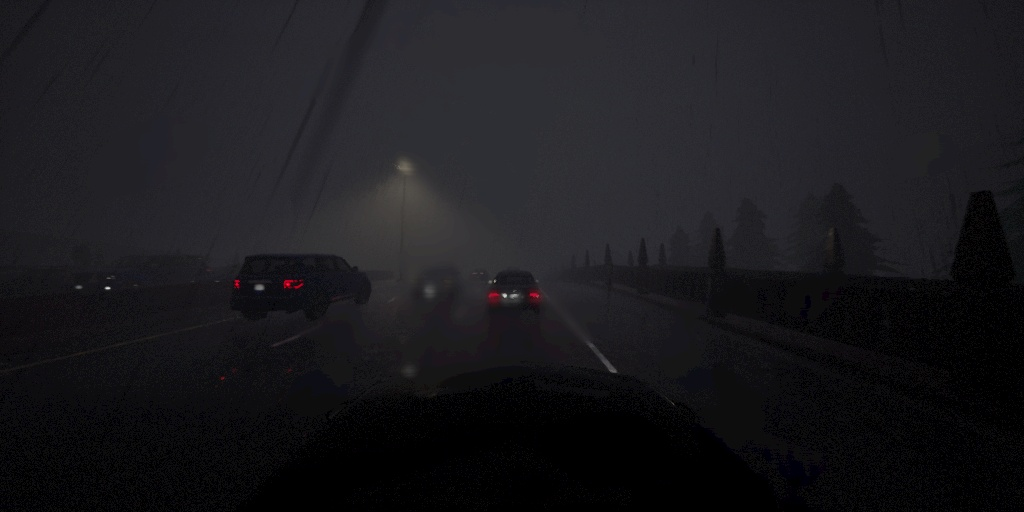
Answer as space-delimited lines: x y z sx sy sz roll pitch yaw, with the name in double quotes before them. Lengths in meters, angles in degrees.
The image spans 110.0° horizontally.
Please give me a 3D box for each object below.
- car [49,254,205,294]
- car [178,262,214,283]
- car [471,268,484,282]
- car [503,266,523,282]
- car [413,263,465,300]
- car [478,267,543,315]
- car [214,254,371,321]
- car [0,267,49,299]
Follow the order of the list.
"car" -17.577 0.924 17.324 2.150 2.045 5.566 0 0 0
"car" -14.067 1.186 18.768 1.882 1.535 5.008 0 -1 0
"car" -3.425 2.162 39.513 1.837 1.490 4.892 0 -5 0
"car" 0.065 1.798 34.412 1.812 1.442 4.674 0 -4 0
"car" -3.409 1.225 17.156 1.812 1.442 4.674 0 0 0
"car" 0.093 1.254 13.325 2.033 1.411 5.357 0 0 0
"car" -6.907 0.934 12.488 2.150 2.045 5.566 0 0 0
"car" -21.084 1.229 15.567 1.812 1.442 4.674 0 0 0
